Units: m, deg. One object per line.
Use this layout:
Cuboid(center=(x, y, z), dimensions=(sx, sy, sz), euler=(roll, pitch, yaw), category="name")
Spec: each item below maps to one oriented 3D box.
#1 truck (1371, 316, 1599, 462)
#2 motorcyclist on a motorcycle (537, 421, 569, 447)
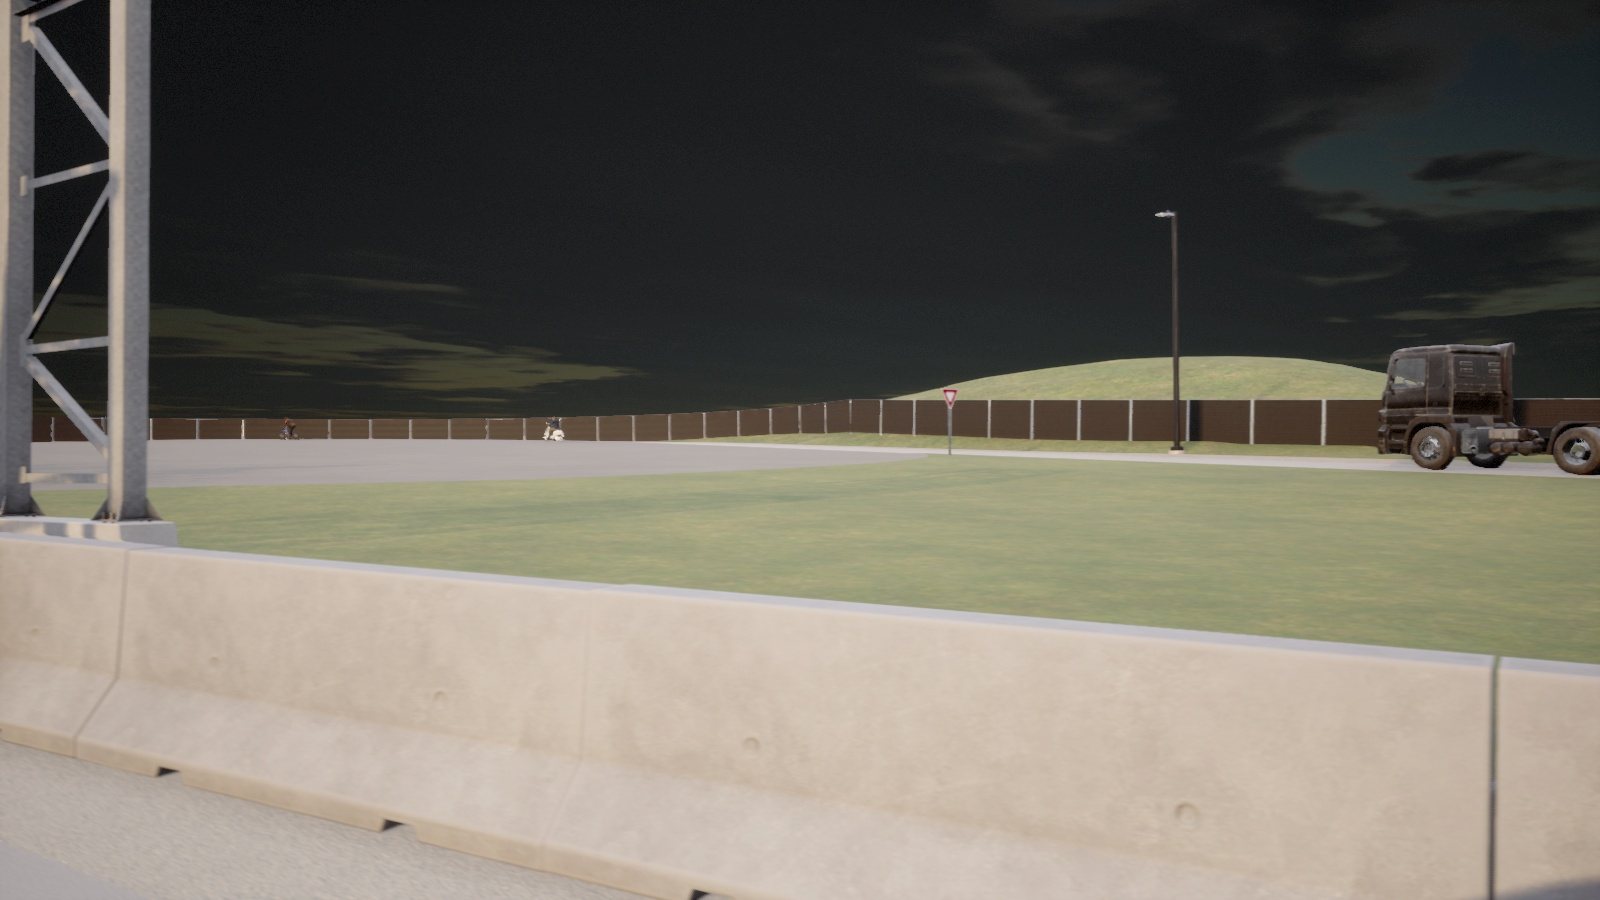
Cuboid(center=(19.158, -1.500, 32.325), dimensions=(2.891, 3.462, 7.936), euler=(-2, 1, -29), category="truck")
Cuboid(center=(-15.467, -1.024, 78.719), dimensions=(1.817, 1.590, 0.866), euler=(0, 2, 33), category="motorcyclist on a motorcycle")
